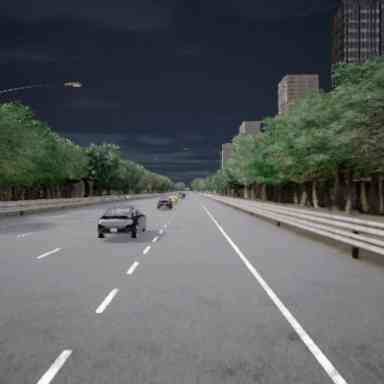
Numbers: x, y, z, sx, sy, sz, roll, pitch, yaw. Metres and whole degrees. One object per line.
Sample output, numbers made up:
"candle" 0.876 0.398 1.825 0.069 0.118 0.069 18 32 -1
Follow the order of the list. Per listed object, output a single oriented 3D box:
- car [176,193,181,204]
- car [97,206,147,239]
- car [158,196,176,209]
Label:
"car" -3.507 1.415 62.461 1.882 1.535 5.008 0 0 0
"car" -3.501 1.491 17.321 2.128 1.511 4.902 0 0 0
"car" -3.506 1.471 44.455 1.837 1.490 4.892 0 0 0
